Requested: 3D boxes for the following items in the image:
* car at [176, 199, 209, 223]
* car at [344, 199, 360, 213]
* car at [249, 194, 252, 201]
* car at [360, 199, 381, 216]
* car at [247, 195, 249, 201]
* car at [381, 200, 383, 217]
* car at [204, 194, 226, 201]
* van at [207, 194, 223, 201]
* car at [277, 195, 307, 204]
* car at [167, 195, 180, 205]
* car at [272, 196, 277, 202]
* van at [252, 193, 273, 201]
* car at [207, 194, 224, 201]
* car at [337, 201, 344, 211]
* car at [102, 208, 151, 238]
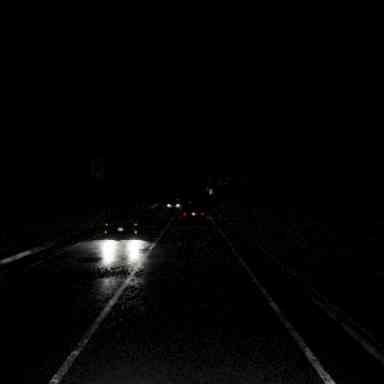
[{"bbox_3d":[0.096,1.545,25.209,2.033,1.411,5.357,0,0,0],"label":"car"},{"bbox_3d":[18.694,1.447,33.833,4.892,1.521,2.231,0,0,0],"label":"car"},{"bbox_3d":[18.697,1.610,88.204,5.366,1.575,1.946,0,-1,0],"label":"car"},{"bbox_3d":[18.703,1.447,30.560,5.008,1.535,2.097,0,0,0],"label":"car"},{"bbox_3d":[18.676,1.661,90.865,5.366,1.575,1.946,0,-1,0],"label":"car"},{"bbox_3d":[18.694,1.489,27.411,4.674,1.452,2.002,0,0,0],"label":"car"},{"bbox_3d":[6.077,1.571,85.955,5.366,1.575,1.946,0,-1,0],"label":"car"},{"bbox_3d":[6.329,1.460,91.915,4.442,1.987,1.878,0,-1,0],"label":"van"},{"bbox_3d":[18.746,1.307,61.445,4.553,1.767,2.185,0,0,0],"label":"car"},{"bbox_3d":[-3.306,1.341,60.247,2.097,1.767,4.553,0,0,1],"label":"car"},{"bbox_3d":[18.675,1.473,64.615,4.674,1.452,2.002,0,0,0],"label":"car"},{"bbox_3d":[18.418,1.341,85.412,4.442,1.987,1.878,0,-1,0],"label":"van"},{"bbox_3d":[6.269,1.497,88.876,4.553,1.767,2.185,0,-1,0],"label":"car"},{"bbox_3d":[18.698,1.484,37.109,4.674,1.452,2.002,0,0,0],"label":"car"},{"bbox_3d":[-3.352,1.562,17.596,1.994,1.385,4.181,0,0,0],"label":"car"}]
